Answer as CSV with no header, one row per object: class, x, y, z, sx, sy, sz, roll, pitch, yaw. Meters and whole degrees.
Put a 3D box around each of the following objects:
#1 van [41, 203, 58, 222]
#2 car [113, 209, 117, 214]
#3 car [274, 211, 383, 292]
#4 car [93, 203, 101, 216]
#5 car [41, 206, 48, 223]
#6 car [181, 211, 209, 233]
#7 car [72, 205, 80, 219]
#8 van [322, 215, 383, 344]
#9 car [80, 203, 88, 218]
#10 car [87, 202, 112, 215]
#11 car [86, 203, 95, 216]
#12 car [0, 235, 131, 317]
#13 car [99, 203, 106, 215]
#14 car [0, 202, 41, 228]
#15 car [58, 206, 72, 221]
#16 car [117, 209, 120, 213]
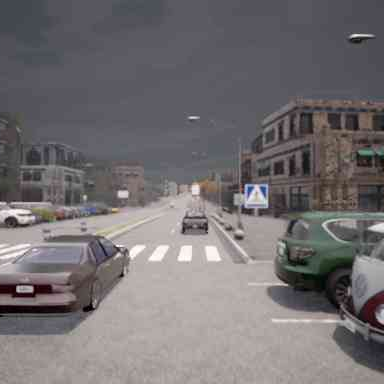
van,-15.975,2.016,32.624,4.442,1.987,1.878,0,-1,0
car,-15.889,3.106,57.285,4.674,1.452,2.002,0,-2,0
car,4.775,1.497,7.830,5.566,2.045,2.435,0,-1,0
car,-15.869,2.662,46.271,5.008,1.535,2.097,0,-2,0
car,-15.860,2.206,29.741,4.674,1.452,2.002,0,-1,0
car,0.232,2.119,24.524,2.128,1.511,4.902,0,-1,0
car,-15.836,2.427,38.005,4.792,1.488,2.163,0,-2,0
van,4.618,1.453,5.054,4.442,1.987,1.878,0,-1,0
car,-15.875,2.483,40.761,4.892,1.521,2.231,0,-2,0
car,-15.908,2.606,51.789,5.566,2.045,2.435,0,-2,0
car,-15.877,2.572,43.516,4.892,1.521,2.231,0,-2,0
car,-2.882,1.789,8.261,2.033,1.411,5.357,0,-1,0
car,-15.882,2.758,49.025,5.008,1.535,2.097,0,-2,0
car,-15.825,1.844,26.990,5.566,2.045,2.435,0,-1,0
car,-15.869,2.316,35.252,5.008,1.535,2.097,0,-2,0
car,-15.703,3.174,60.042,5.366,1.575,1.946,0,-2,0
